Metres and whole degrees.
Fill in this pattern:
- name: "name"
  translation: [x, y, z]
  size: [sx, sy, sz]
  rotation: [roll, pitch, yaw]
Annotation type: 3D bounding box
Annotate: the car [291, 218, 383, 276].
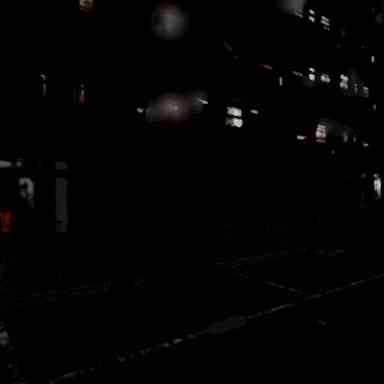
- name: "car"
  translation: [4.795, 1.473, 9.970]
  size: [4.206, 1.307, 1.802]
  rotation: [-1, 1, -35]
